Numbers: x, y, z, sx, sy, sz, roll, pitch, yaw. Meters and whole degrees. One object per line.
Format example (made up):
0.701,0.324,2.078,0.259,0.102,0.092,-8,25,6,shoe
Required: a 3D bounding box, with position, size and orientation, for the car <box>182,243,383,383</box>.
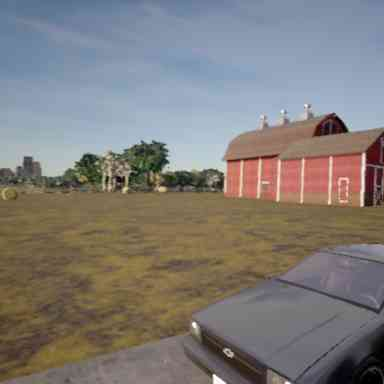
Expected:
2.547,1.501,4.664,5.357,1.411,2.033,0,1,-32,car
